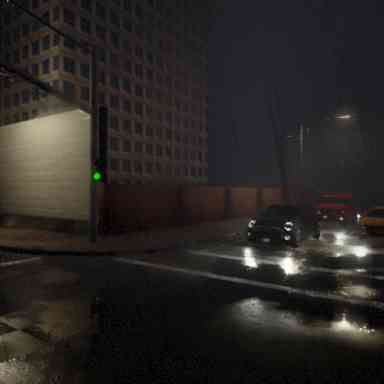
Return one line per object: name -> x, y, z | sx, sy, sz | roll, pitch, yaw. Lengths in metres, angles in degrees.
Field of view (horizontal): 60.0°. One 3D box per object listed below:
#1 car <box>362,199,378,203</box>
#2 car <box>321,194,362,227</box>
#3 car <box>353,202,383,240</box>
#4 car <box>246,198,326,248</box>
car -> 19.040, 1.506, 35.713 | 2.033, 1.411, 5.357 | 1, 0, 35
car -> 9.862, 1.189, 22.944 | 2.150, 2.045, 5.566 | 1, 1, 35
car -> 9.615, 1.478, 16.556 | 1.882, 1.535, 5.008 | 1, 0, 35
car -> 4.230, 1.328, 15.018 | 2.097, 1.767, 4.553 | 1, 0, 35
